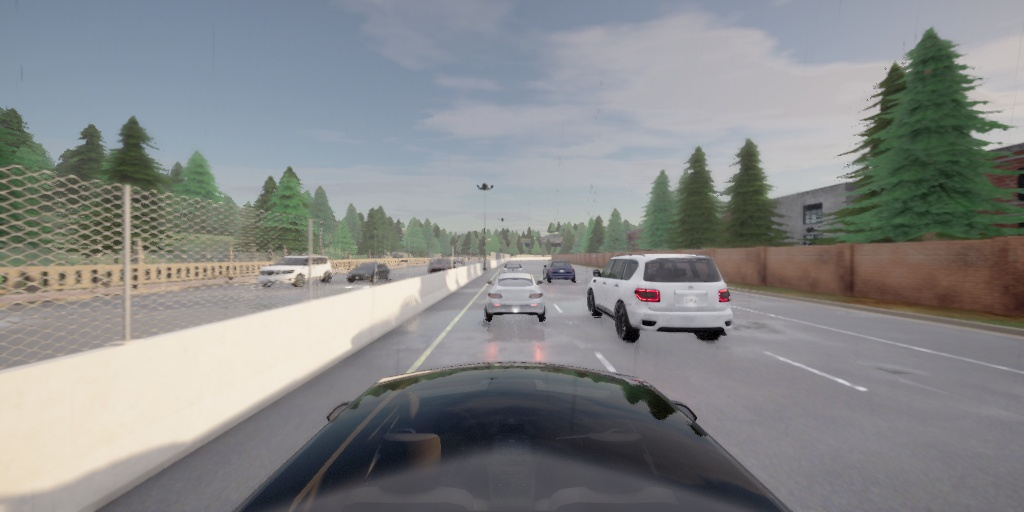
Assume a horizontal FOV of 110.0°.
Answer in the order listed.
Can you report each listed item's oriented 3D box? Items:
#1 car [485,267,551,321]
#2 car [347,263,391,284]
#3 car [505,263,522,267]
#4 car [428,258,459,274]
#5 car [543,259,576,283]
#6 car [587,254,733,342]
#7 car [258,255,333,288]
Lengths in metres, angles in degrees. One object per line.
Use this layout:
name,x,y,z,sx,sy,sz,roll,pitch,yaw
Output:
car,0.101,1.276,12.346,1.812,1.442,4.674,0,0,0
car,-10.596,1.257,26.961,1.837,1.490,4.892,0,0,0
car,0.105,1.351,33.845,1.895,1.301,4.718,0,0,0
car,-7.096,1.102,36.512,2.097,1.767,4.553,0,0,0
car,3.604,1.102,28.066,2.097,1.767,4.553,0,0,0
car,3.615,0.971,9.877,2.150,2.045,5.566,0,0,1
car,-14.097,0.974,23.823,2.150,2.045,5.566,0,0,0
